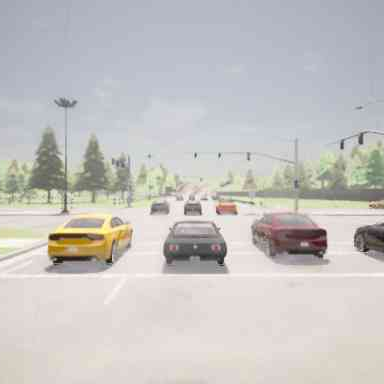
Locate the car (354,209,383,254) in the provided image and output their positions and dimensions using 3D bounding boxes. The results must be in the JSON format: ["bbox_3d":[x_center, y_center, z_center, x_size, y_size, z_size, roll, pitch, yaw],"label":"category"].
[{"bbox_3d":[7.143,1.521,10.939,2.128,1.511,4.902,0,0,1],"label":"car"}]

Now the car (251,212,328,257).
[{"bbox_3d":[3.595,1.512,13.086,1.882,1.535,5.008,0,0,0],"label":"car"}]

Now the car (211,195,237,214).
[{"bbox_3d":[3.594,1.447,36.258,2.097,1.767,4.553,0,0,0],"label":"car"}]

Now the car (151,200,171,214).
[{"bbox_3d":[-3.406,1.587,36.512,2.128,1.511,4.902,0,0,0],"label":"car"}]

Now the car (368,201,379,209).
[{"bbox_3d":[26.867,1.597,45.587,5.008,1.535,1.882,0,0,1],"label":"car"}]

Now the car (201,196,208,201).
[{"bbox_3d":[3.485,1.828,92.177,1.895,1.301,4.718,0,0,0],"label":"car"}]

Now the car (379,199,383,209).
[{"bbox_3d":[27.007,1.599,42.089,4.902,1.511,2.128,0,0,1],"label":"car"}]

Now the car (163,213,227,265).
[{"bbox_3d":[0.093,1.632,11.775,1.895,1.301,4.718,0,0,0],"label":"car"}]

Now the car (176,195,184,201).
[{"bbox_3d":[-3.515,1.768,91.729,2.033,1.411,5.357,0,0,0],"label":"car"}]

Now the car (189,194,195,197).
[{"bbox_3d":[-0.015,1.754,91.730,2.128,1.511,4.902,0,0,0],"label":"car"}]

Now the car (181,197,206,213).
[{"bbox_3d":[0.094,1.587,36.518,2.128,1.511,4.902,0,0,0],"label":"car"}]

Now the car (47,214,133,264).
[{"bbox_3d":[-3.408,1.509,12.006,1.882,1.535,5.008,0,0,0],"label":"car"}]
